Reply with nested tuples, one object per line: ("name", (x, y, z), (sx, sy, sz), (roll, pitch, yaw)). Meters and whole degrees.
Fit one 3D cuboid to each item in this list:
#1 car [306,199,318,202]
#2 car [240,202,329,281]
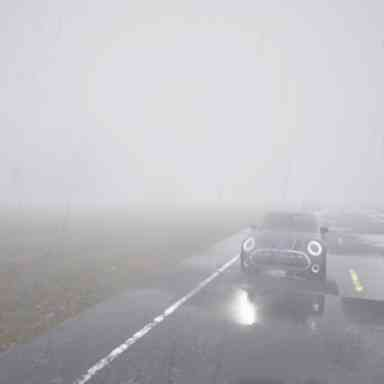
("car", (13.505, 1.525, 37.475), (1.994, 1.385, 4.181), (0, 0, 21))
("car", (2.927, 1.342, 9.979), (2.097, 1.767, 4.553), (0, 0, 23))
